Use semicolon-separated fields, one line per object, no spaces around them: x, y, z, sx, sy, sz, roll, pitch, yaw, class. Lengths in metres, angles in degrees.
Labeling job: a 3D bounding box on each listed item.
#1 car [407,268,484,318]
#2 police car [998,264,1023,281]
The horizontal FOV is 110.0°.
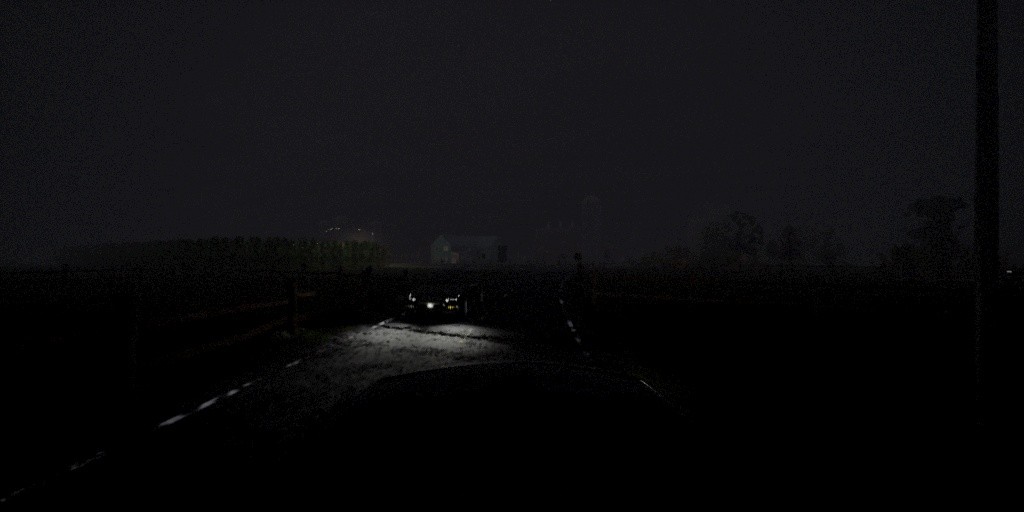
-2.219;1.237;13.132;1.837;1.490;4.892;0;0;5;car
45.394;1.335;30.739;5.238;1.638;1.930;0;1;30;police car
